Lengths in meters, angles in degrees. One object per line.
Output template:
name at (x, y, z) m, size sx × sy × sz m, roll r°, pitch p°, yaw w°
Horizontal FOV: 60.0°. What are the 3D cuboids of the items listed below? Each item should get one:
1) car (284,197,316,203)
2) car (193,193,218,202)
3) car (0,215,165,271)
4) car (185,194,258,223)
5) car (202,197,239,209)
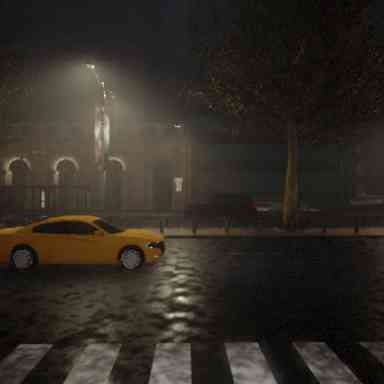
car at (15.914, 1.399, 49.089) m, size 4.674 × 1.452 × 2.002 m, roll 0°, pitch 0°, yaw -1°
car at (3.022, 1.137, 74.933) m, size 5.566 × 2.045 × 2.435 m, roll 0°, pitch 0°, yaw -1°
car at (-3.354, 1.491, 10.353) m, size 5.008 × 1.535 × 1.882 m, roll 0°, pitch 0°, yaw -1°
car at (2.220, 1.259, 25.604) m, size 5.566 × 2.045 × 2.150 m, roll 0°, pitch 0°, yaw 0°
car at (3.760, 1.479, 44.839) m, size 4.786 × 1.482 × 2.161 m, roll 0°, pitch 0°, yaw -1°
